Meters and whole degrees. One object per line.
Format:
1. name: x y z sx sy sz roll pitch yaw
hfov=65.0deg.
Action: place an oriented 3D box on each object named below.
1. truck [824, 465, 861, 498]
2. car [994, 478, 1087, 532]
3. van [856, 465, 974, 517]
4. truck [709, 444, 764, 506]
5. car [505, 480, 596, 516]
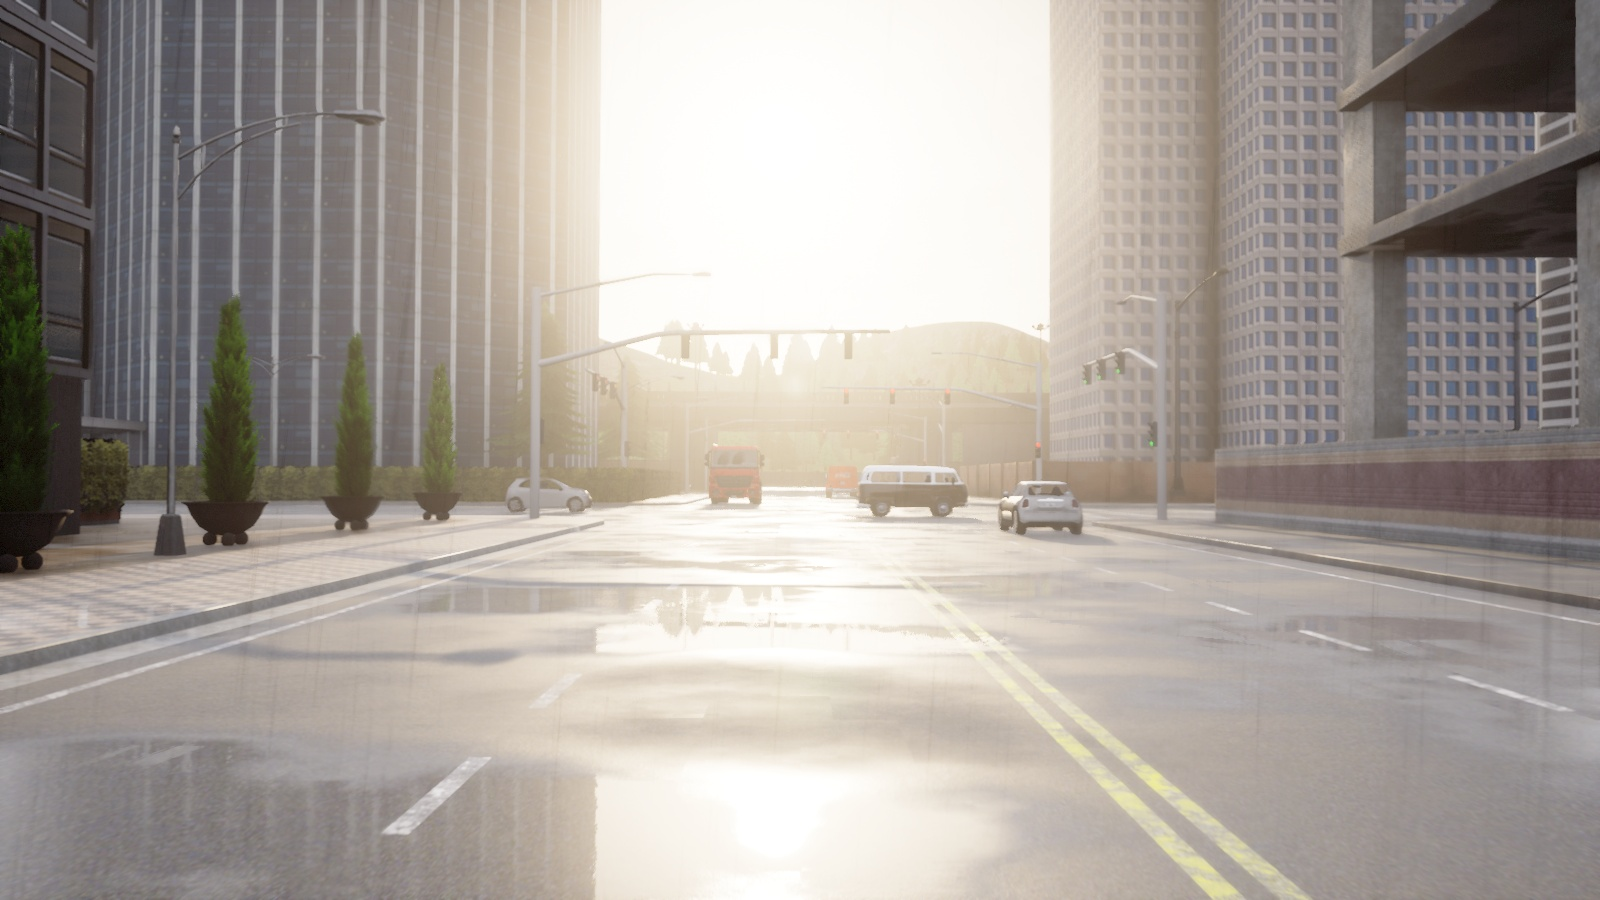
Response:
1. truck: 3.255 2.444 97.623 2.627 2.467 5.204 0 -1 0
2. car: 6.909 1.553 36.470 1.970 1.475 3.806 0 -1 0
3. van: 4.568 1.623 50.409 4.480 2.038 2.069 0 -1 -1
4. truck: -3.690 1.472 74.416 2.891 3.462 7.936 0 -1 0
5. car: -10.628 2.048 53.782 3.633 1.501 1.845 0 -1 -5
